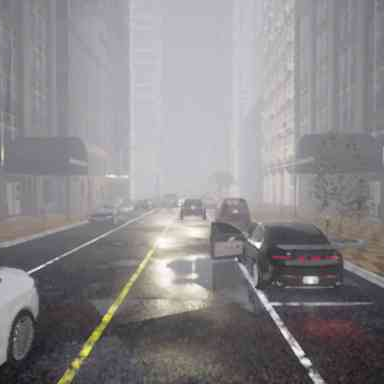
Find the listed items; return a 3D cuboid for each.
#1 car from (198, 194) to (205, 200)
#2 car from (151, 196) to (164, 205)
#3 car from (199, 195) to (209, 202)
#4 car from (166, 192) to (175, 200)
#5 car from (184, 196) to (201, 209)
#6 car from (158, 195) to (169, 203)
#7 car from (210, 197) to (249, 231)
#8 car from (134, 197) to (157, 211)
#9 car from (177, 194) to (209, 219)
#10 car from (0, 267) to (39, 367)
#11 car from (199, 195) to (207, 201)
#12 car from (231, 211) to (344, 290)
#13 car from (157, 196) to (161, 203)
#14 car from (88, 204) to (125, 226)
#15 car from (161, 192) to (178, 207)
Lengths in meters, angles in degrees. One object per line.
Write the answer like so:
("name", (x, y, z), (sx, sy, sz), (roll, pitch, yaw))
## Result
("car", (2.579, 1.324, 90.669), (1.802, 1.307, 4.206), (-1, 0, 0))
("car", (-5.764, 1.394, 56.493), (1.752, 1.417, 4.829), (-1, 0, 0))
("car", (2.597, 1.376, 73.643), (1.947, 1.339, 4.313), (-1, 0, 0))
("car", (-5.806, 1.057, 90.709), (2.192, 1.841, 5.009), (-1, 0, 0))
("car", (0.055, 1.392, 45.870), (2.128, 1.511, 4.902), (0, 0, 0))
("car", (-5.776, 1.413, 68.012), (1.802, 1.307, 4.206), (-1, 0, 0))
("car", (2.650, 1.275, 22.569), (2.192, 1.841, 5.009), (-1, 0, 0))
("car", (-5.745, 1.485, 39.640), (1.947, 1.339, 4.313), (-1, 0, 0))
("car", (0.071, 1.299, 28.332), (2.097, 1.767, 4.553), (0, 0, -1))
("car", (-3.102, 1.520, 3.063), (1.812, 1.442, 4.674), (0, 0, 0))
("car", (2.591, 1.333, 79.320), (1.887, 1.381, 4.507), (-1, 0, 0))
("car", (2.347, 1.489, 9.003), (1.837, 1.490, 4.892), (0, 0, 0))
("car", (-5.751, 1.468, 45.315), (1.947, 1.339, 4.313), (-1, 0, 0))
("car", (-5.726, 1.511, 22.617), (2.008, 1.369, 4.403), (-1, 0, 0))
("car", (-3.053, 1.194, 48.082), (2.150, 2.045, 5.566), (0, 0, 0))
